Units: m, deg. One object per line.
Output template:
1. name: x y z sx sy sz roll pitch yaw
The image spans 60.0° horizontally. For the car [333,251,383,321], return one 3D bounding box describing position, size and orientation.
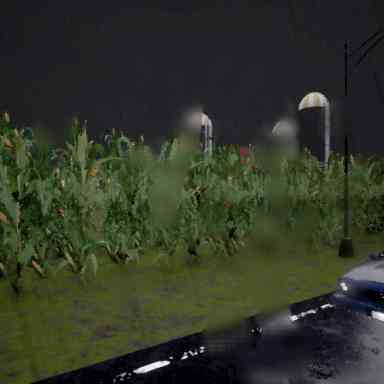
1. car: 5.118 1.552 6.724 5.357 1.411 2.033 0 0 -35
